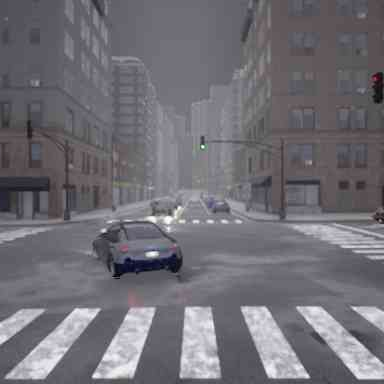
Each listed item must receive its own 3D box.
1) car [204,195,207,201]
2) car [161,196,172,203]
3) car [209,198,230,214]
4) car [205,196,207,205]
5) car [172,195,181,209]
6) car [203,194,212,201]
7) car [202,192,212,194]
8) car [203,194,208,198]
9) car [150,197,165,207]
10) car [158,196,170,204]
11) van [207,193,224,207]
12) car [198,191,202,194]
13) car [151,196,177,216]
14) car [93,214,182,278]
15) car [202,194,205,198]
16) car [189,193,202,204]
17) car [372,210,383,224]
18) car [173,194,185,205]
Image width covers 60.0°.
[{"bbox_3d":[3.192,1.539,51.625,1.802,1.307,4.206,0,0,1],"label":"car"},{"bbox_3d":[-5.185,1.462,68.363,1.802,1.307,4.206,0,0,1],"label":"car"},{"bbox_3d":[3.044,1.567,34.967,1.802,1.307,4.206,0,0,1],"label":"car"},{"bbox_3d":[3.141,1.514,46.070,1.887,1.381,4.507,0,0,1],"label":"car"},{"bbox_3d":[-2.741,1.500,42.848,1.812,1.442,4.674,0,0,0],"label":"car"},{"bbox_3d":[3.838,1.280,82.116,1.882,1.535,5.008,0,0,1],"label":"car"},{"bbox_3d":[3.743,1.062,75.146,2.150,2.045,5.566,0,0,1],"label":"car"},{"bbox_3d":[3.242,1.520,57.176,1.802,1.307,4.206,0,0,1],"label":"car"},{"bbox_3d":[-5.334,1.539,51.705,1.802,1.307,4.206,0,0,1],"label":"car"},{"bbox_3d":[-5.233,1.462,62.811,2.008,1.369,4.403,0,0,1],"label":"car"},{"bbox_3d":[3.092,1.318,40.519,1.690,1.788,3.998,0,0,1],"label":"van"},{"bbox_3d":[0.621,1.209,73.408,2.128,1.511,4.902,0,0,1],"label":"car"},{"bbox_3d":[-2.829,1.493,32.944,1.837,1.490,4.892,0,0,2],"label":"car"},{"bbox_3d":[-1.864,1.611,10.573,1.994,1.385,4.181,-1,0,-24],"label":"car"},{"bbox_3d":[3.291,1.493,62.732,1.802,1.307,4.206,0,0,1],"label":"car"},{"bbox_3d":[0.533,1.433,63.407,1.812,1.442,4.674,0,0,1],"label":"car"},{"bbox_3d":[13.664,1.391,20.254,4.718,1.301,1.895,-1,0,0],"label":"car"},{"bbox_3d":[-2.606,1.444,53.238,2.128,1.511,4.902,0,0,1],"label":"car"}]
